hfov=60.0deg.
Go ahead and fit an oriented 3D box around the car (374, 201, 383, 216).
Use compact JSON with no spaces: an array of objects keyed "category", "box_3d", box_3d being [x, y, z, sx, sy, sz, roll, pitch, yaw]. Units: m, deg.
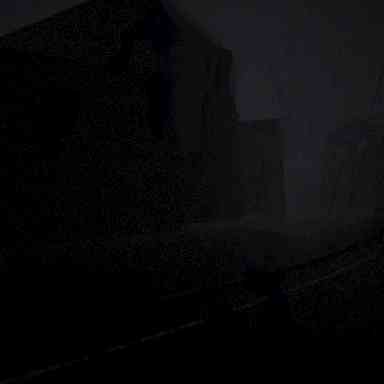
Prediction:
[{"category":"car","box_3d":[20.876,1.725,35.440,2.128,1.511,4.902,-3,-2,15]}]
